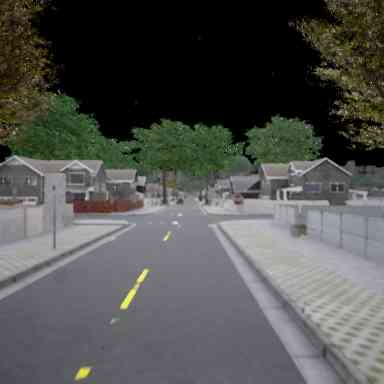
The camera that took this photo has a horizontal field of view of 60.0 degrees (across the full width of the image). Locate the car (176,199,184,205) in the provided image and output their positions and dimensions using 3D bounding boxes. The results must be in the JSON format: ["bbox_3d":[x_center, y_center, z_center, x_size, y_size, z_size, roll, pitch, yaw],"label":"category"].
[{"bbox_3d":[-2.730,2.325,76.757,1.837,1.490,4.892,0,-1,0],"label":"car"}]
